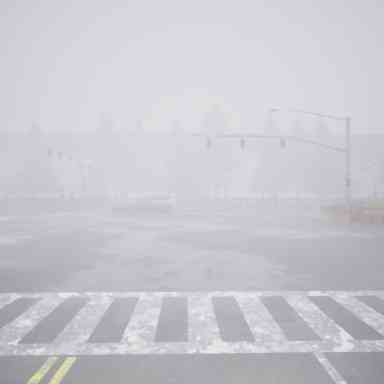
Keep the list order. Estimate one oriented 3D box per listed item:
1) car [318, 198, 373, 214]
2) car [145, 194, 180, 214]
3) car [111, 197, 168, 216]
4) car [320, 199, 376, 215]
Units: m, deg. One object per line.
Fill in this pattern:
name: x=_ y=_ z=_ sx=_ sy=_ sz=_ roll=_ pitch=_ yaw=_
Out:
car: x=16.340 y=1.468 z=35.567 sx=5.008 sy=1.535 sz=1.882 roll=0 pitch=0 yaw=-2
car: x=-4.030 y=1.212 z=34.946 sx=5.566 sy=2.045 sz=2.150 roll=0 pitch=0 yaw=-2
car: x=-5.067 y=1.469 z=31.413 sx=5.008 sy=1.535 sz=1.882 roll=0 pitch=0 yaw=-2
car: x=15.066 y=1.469 z=32.027 sx=5.008 sy=1.535 sz=1.882 roll=0 pitch=0 yaw=-2
